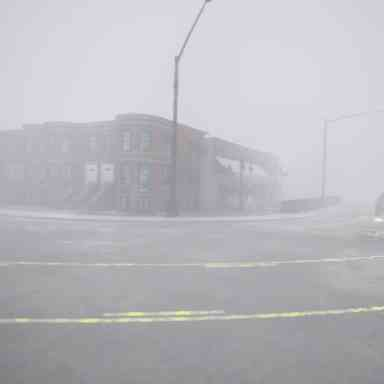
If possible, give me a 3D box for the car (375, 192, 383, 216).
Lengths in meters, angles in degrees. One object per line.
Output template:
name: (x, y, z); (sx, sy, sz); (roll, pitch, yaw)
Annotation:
car: (17.845, 1.047, 29.865); (2.150, 2.045, 5.566); (2, 1, 32)
